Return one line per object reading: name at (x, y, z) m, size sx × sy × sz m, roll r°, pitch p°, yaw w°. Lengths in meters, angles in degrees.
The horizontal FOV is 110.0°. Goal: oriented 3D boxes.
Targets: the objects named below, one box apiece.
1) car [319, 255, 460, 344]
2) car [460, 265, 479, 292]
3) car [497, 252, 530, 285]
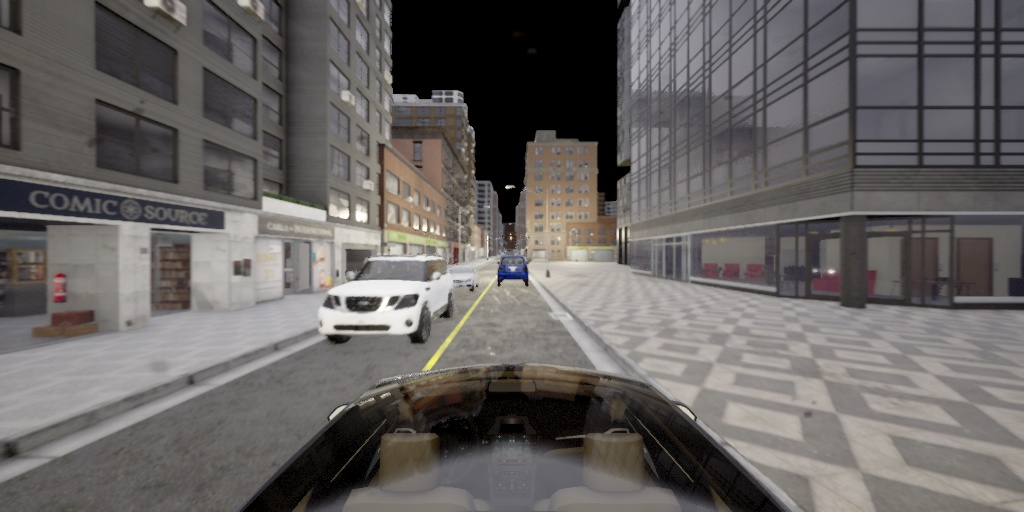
car at (-3.026, 0.977, 9.999) m, size 2.150 × 2.045 × 5.566 m, roll 0°, pitch 0°, yaw 0°
car at (-3.026, 1.273, 21.602) m, size 1.812 × 1.442 × 4.674 m, roll 0°, pitch 0°, yaw 0°
car at (0.075, 0.960, 25.765) m, size 2.150 × 2.045 × 5.566 m, roll 0°, pitch 1°, yaw 0°
